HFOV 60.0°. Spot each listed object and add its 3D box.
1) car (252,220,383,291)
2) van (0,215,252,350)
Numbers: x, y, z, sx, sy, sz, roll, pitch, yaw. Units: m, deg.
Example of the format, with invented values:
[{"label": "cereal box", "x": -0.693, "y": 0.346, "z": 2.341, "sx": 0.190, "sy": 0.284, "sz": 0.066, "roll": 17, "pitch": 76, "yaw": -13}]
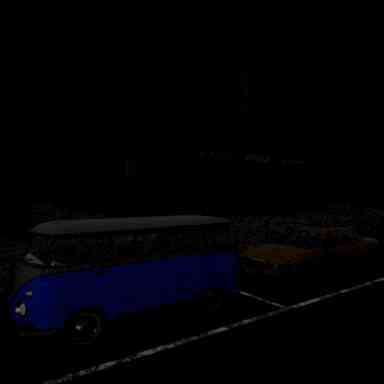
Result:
[{"label": "car", "x": 3.291, "y": 1.525, "z": 8.976, "sx": 4.829, "sy": 1.417, "sz": 1.752, "roll": 0, "pitch": 0, "yaw": -35}, {"label": "van", "x": -1.006, "y": 1.341, "z": 5.928, "sx": 3.998, "sy": 1.788, "sz": 1.690, "roll": 0, "pitch": 0, "yaw": -35}]
